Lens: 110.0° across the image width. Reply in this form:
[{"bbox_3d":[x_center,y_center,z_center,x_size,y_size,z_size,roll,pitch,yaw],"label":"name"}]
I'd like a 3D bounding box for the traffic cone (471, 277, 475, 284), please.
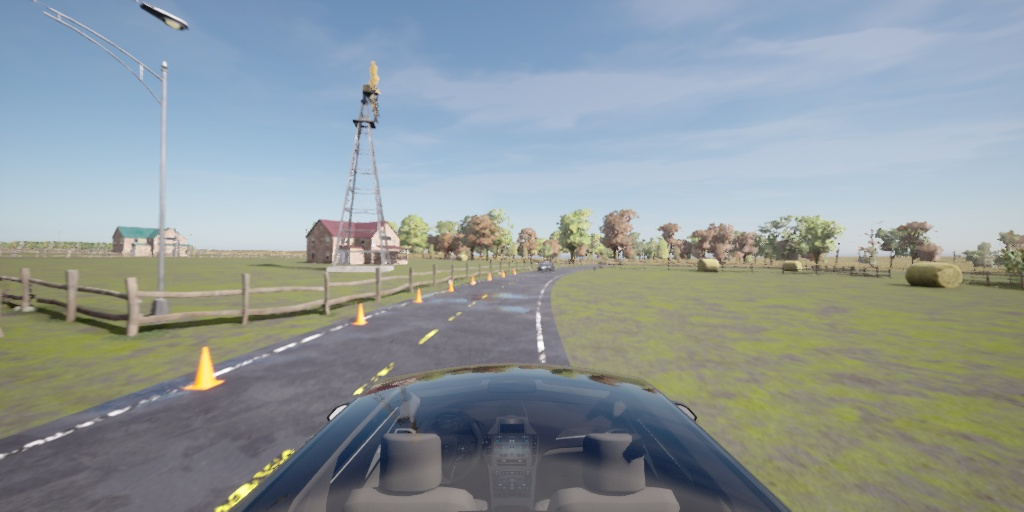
[{"bbox_3d":[-2.796,1.727,25.693,0.340,0.580,0.340,0,0,9],"label":"traffic cone"}]

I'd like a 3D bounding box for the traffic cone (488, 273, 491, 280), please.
[{"bbox_3d":[-1.921,1.749,30.695,0.340,0.580,0.340,0,0,11],"label":"traffic cone"}]

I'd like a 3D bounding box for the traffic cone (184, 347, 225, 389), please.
[{"bbox_3d":[-4.688,1.683,5.478,0.340,0.580,0.340,0,0,2],"label":"traffic cone"}]

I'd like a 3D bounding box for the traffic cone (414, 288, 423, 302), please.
[{"bbox_3d":[-4.065,1.695,15.615,0.340,0.580,0.340,0,0,5],"label":"traffic cone"}]

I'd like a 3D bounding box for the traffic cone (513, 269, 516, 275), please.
[{"bbox_3d":[0.305,1.800,40.605,0.340,0.580,0.340,0,0,14],"label":"traffic cone"}]

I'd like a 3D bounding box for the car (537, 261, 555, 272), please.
[{"bbox_3d":[4.619,1.387,48.074,2.128,1.511,4.902,0,0,13],"label":"car"}]

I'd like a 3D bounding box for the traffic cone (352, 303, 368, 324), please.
[{"bbox_3d":[-4.457,1.686,10.551,0.340,0.580,0.340,0,0,4],"label":"traffic cone"}]

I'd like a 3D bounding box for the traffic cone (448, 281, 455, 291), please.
[{"bbox_3d":[-3.510,1.708,20.664,0.340,0.580,0.340,0,0,7],"label":"traffic cone"}]

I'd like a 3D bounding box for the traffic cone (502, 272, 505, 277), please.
[{"bbox_3d":[-0.887,1.774,35.668,0.340,0.580,0.340,0,0,13],"label":"traffic cone"}]
